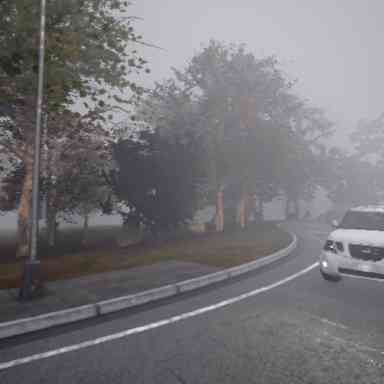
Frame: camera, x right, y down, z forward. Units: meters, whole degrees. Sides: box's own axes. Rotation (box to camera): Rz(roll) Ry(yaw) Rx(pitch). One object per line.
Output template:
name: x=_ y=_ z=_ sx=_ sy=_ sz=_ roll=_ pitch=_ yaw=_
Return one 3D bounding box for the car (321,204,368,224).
car: x=16.420 y=2.319 z=35.597 sx=5.566 sy=2.045 sz=2.150 roll=3 pitch=-2 yaw=-36

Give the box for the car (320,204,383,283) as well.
car: x=5.521 y=1.436 z=9.702 sx=2.150 sy=2.045 sz=5.566 roll=2 pitch=-1 yaw=36
